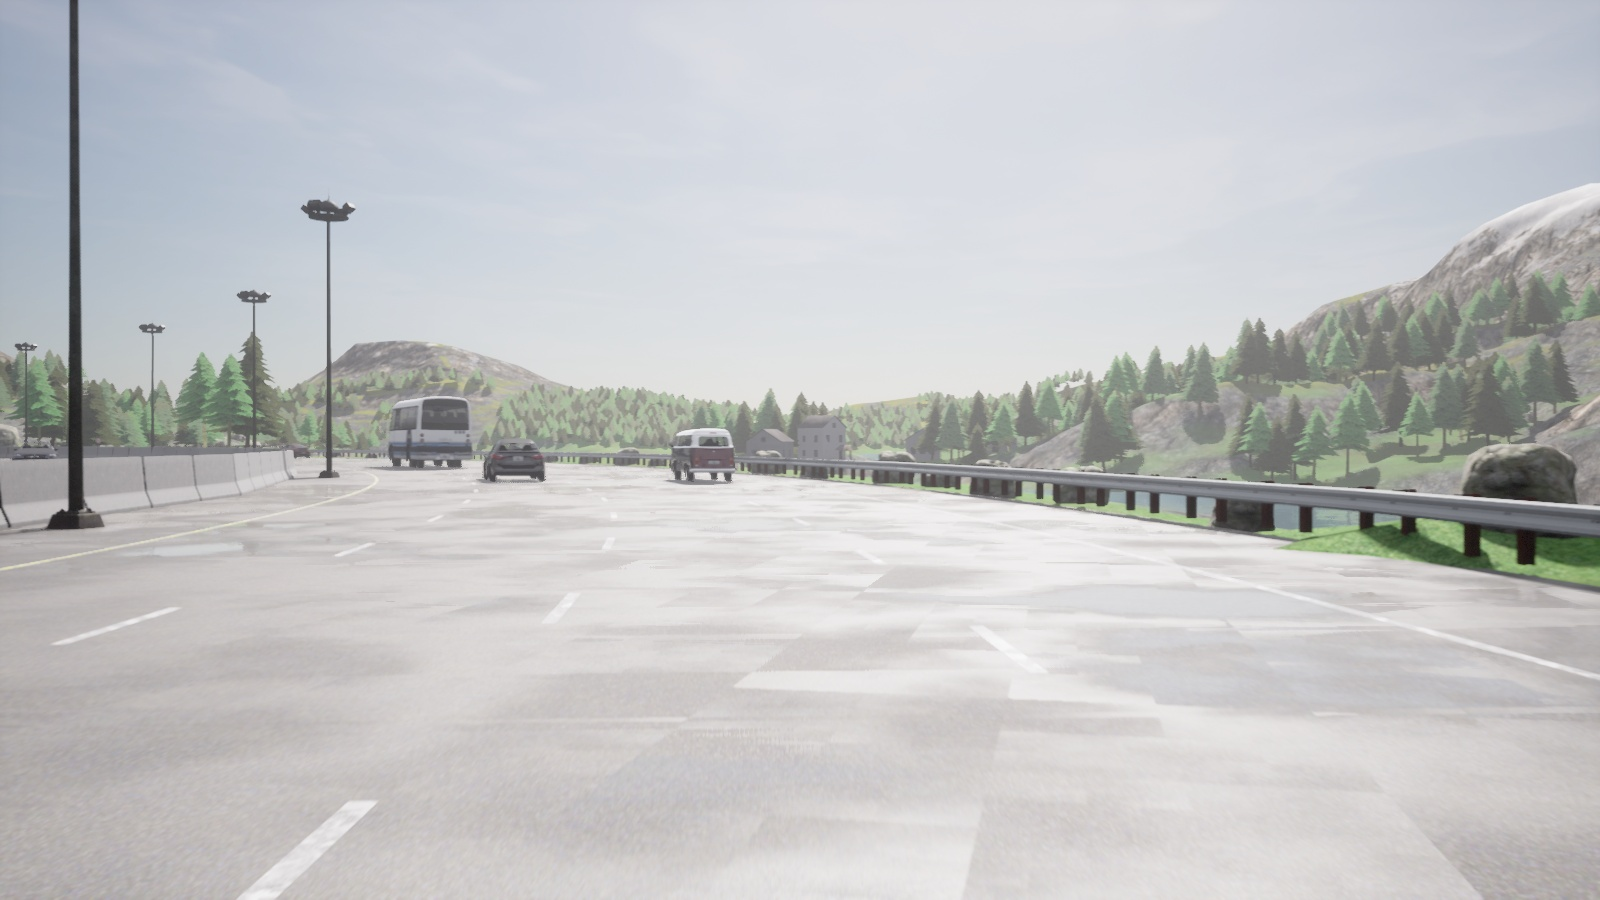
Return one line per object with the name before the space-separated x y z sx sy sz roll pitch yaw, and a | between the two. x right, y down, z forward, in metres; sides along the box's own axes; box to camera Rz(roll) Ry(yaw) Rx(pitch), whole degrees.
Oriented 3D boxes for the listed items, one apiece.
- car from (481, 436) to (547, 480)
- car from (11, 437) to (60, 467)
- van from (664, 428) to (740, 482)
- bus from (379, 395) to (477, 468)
car | -11.682 0.296 51.087 2.242 1.667 4.611 0 0 -18
car | -42.874 0.102 70.469 2.152 1.651 5.027 0 0 -29
van | -3.916 0.188 49.653 2.069 2.038 4.480 0 0 -17
bus | -23.507 -1.088 78.856 3.944 4.253 10.273 0 0 -28
